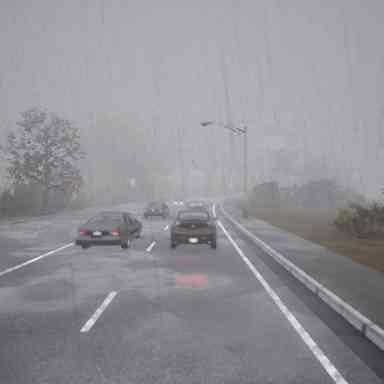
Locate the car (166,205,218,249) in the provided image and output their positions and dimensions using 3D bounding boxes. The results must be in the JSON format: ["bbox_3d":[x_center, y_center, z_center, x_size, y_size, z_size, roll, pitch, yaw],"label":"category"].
[{"bbox_3d":[0.076,1.513,14.574,1.837,1.490,4.892,0,0,1],"label":"car"}]

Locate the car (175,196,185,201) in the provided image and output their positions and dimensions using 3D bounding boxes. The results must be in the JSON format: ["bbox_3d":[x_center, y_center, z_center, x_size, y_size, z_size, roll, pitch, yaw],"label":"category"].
[{"bbox_3d":[-2.807,1.488,76.902,1.895,1.301,4.718,0,0,7],"label":"car"}]

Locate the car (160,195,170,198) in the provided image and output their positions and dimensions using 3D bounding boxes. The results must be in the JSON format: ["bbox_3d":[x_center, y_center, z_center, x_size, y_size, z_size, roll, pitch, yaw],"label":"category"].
[{"bbox_3d":[-6.272,1.430,77.401,2.033,1.411,5.357,0,0,7],"label":"car"}]

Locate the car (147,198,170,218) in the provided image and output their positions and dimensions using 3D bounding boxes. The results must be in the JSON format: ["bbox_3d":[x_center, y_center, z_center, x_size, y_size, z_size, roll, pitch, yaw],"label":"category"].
[{"bbox_3d":[-3.097,1.560,29.574,2.033,1.411,5.357,0,0,2],"label":"car"}]

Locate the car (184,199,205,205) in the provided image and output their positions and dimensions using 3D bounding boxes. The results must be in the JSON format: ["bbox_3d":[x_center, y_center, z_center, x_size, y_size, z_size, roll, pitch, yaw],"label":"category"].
[{"bbox_3d":[0.401,1.530,29.457,1.812,1.442,4.674,0,0,2],"label":"car"}]

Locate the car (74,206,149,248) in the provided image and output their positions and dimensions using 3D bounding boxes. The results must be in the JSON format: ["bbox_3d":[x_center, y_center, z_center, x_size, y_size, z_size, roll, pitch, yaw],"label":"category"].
[{"bbox_3d":[-3.424,1.560,14.615,2.033,1.411,5.357,0,0,1],"label":"car"}]
